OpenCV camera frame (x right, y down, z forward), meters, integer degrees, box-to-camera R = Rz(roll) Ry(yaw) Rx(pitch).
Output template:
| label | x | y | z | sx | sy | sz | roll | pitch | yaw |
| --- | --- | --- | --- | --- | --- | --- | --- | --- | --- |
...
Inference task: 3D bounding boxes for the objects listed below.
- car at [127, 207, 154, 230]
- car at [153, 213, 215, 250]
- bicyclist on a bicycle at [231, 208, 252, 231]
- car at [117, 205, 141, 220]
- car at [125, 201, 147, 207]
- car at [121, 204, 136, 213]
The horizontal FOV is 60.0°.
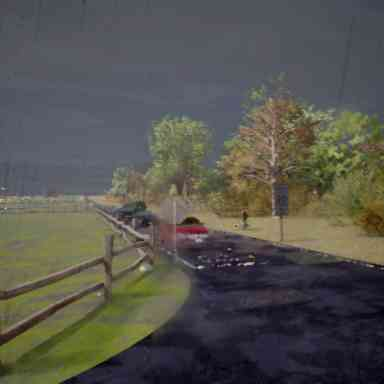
| label | x | y | z | sx | sy | sz | roll | pitch | yaw |
| --- | --- | --- | --- | --- | --- | --- | --- | --- | --- |
| car | -3.674 | 2.195 | 26.472 | 1.994 | 1.385 | 4.181 | 0 | -1 | -18 |
| car | -0.426 | 1.904 | 16.589 | 1.812 | 1.442 | 4.674 | 0 | -1 | -18 |
| bicyclist on a bicycle | 3.545 | 1.942 | 23.633 | 1.656 | 1.620 | 0.582 | -1 | -1 | -18 |
| car | -7.508 | 2.484 | 38.179 | 1.994 | 1.385 | 4.181 | 0 | -1 | -18 |
| car | -8.123 | 2.379 | 49.461 | 2.150 | 2.045 | 5.566 | 0 | -1 | -18 |
| car | -11.424 | 2.873 | 59.502 | 1.882 | 1.535 | 5.008 | 0 | -1 | -18 |
